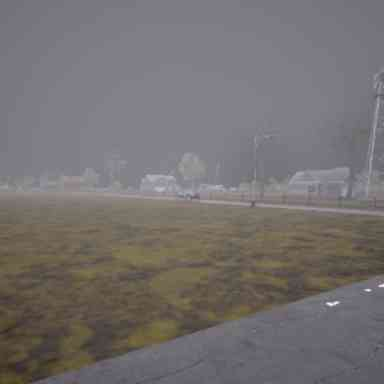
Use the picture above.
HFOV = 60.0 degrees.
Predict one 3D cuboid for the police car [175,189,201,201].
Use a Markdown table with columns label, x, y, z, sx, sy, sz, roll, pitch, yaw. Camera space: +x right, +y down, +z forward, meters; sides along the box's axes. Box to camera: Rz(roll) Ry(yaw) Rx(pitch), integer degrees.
| label | x | y | z | sx | sy | sz | roll | pitch | yaw |
| --- | --- | --- | --- | --- | --- | --- | --- | --- | --- |
| police car | -0.603 | 0.435 | 50.403 | 1.930 | 1.638 | 5.238 | 1 | 0 | -35 |
